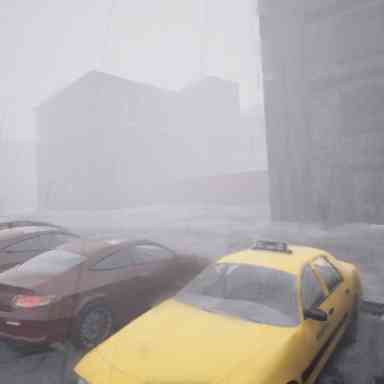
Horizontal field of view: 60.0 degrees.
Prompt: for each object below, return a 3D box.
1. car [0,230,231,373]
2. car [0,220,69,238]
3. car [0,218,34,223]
[{"bbox_3d":[-1.330,1.527,6.261,2.002,1.452,4.674,0,0,35],"label":"car"},{"bbox_3d":[-3.503,1.532,7.807,2.002,1.452,4.674,0,0,35],"label":"car"},{"bbox_3d":[-5.790,1.526,9.404,2.163,1.488,4.792,0,0,35],"label":"car"}]
